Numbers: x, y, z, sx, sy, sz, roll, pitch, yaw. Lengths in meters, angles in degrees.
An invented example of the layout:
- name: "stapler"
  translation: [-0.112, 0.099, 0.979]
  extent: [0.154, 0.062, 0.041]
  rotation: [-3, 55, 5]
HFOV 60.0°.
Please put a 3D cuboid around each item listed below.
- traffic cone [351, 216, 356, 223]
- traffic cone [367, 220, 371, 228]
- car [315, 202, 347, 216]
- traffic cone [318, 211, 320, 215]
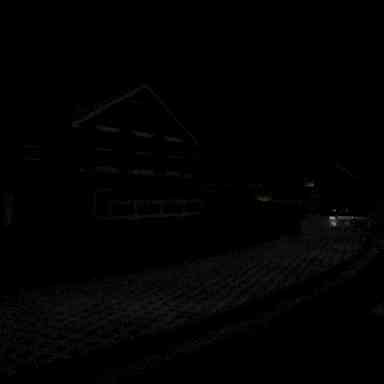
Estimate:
- name: "traffic cone"
  translation: [13.667, 2.307, 28.028]
  extent: [0.340, 0.580, 0.340]
  rotation: [0, -1, 11]
- name: "traffic cone"
  translation: [12.498, 2.263, 23.459]
  extent: [0.340, 0.580, 0.340]
  rotation: [0, -1, 24]
- name: "car"
  translation: [16.032, 1.950, 38.608]
  extent: [1.837, 1.490, 4.892]
  rotation: [1, -1, -5]
- name: "traffic cone"
  translation: [14.312, 2.391, 37.413]
  extent: [0.340, 0.580, 0.340]
  rotation: [0, 0, -3]
